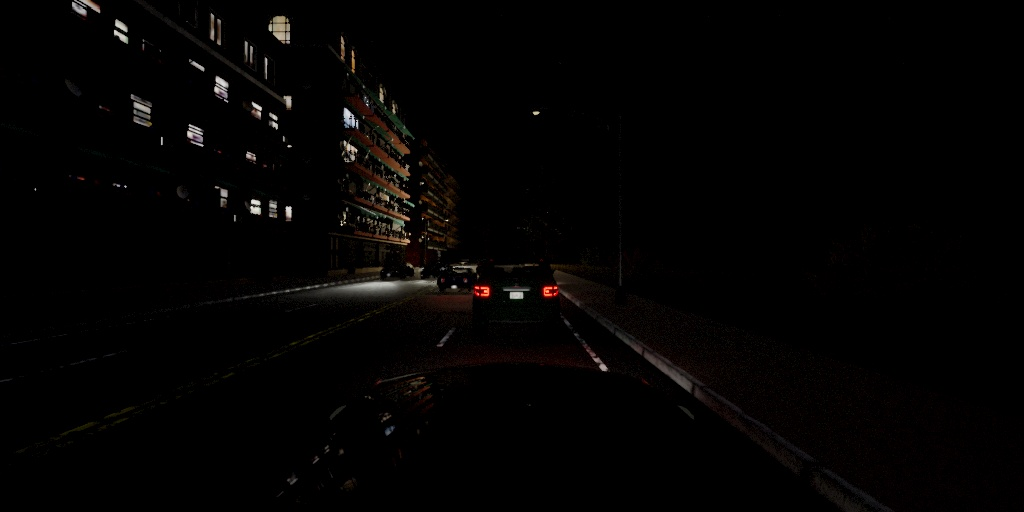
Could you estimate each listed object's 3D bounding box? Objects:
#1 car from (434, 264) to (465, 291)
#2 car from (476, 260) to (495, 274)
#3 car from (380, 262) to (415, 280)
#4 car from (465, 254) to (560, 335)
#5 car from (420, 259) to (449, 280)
[{"bbox_3d":[-3.102,1.353,21.542,1.895,1.301,4.718,0,0,0],"label":"car"},{"bbox_3d":[-3.048,1.229,42.754,1.882,1.535,5.008,0,0,0],"label":"car"},{"bbox_3d":[-9.777,1.244,30.910,2.128,1.511,4.902,0,0,0],"label":"car"},{"bbox_3d":[0.116,0.973,10.693,2.150,2.045,5.566,0,0,0],"label":"car"},{"bbox_3d":[-6.527,1.104,31.309,2.097,1.767,4.553,0,0,0],"label":"car"}]
